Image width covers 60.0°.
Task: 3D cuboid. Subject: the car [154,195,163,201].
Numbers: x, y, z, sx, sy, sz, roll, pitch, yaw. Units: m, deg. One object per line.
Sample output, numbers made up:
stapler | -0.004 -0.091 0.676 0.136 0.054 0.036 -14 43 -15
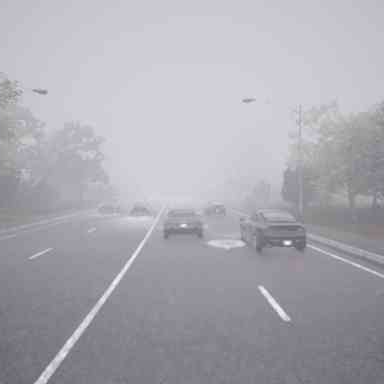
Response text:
car | -7.571 1.401 75.892 1.812 1.442 4.674 0 0 -3

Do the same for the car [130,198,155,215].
car | -5.099 1.602 33.620 1.895 1.301 4.718 0 0 -3

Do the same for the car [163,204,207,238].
car | -0.500 1.562 17.821 1.994 1.385 4.181 0 0 -3

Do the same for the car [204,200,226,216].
car | 2.184 1.518 32.350 1.812 1.442 4.674 0 0 -3

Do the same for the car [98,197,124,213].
car | -8.756 1.358 36.181 2.097 1.767 4.553 0 0 -3

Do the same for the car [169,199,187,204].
car | -1.492 1.522 35.372 1.812 1.442 4.674 0 0 -3

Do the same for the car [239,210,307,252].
car | 3.192 1.498 13.872 1.837 1.490 4.892 0 0 -2

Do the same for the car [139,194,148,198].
car | -11.153 1.186 77.125 1.837 1.490 4.892 0 0 -3
